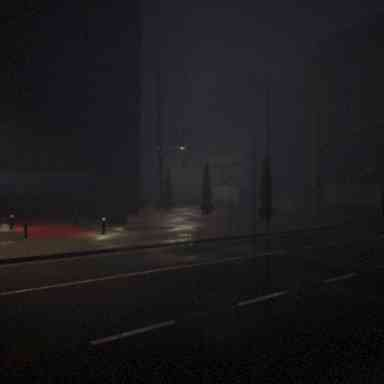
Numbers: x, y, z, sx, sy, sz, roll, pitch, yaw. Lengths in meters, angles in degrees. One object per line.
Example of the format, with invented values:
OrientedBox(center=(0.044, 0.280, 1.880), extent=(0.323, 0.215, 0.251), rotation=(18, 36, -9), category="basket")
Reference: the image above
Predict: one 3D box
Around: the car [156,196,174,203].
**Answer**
OrientedBox(center=(-5.885, 1.580, 73.118), extent=(2.033, 1.411, 5.357), rotation=(0, 0, -35), category="car")

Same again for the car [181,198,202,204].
OrientedBox(center=(-0.153, 1.734, 64.996), extent=(1.895, 1.301, 4.718), rotation=(0, 0, -35), category="car")
